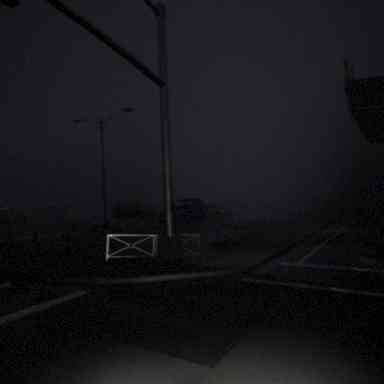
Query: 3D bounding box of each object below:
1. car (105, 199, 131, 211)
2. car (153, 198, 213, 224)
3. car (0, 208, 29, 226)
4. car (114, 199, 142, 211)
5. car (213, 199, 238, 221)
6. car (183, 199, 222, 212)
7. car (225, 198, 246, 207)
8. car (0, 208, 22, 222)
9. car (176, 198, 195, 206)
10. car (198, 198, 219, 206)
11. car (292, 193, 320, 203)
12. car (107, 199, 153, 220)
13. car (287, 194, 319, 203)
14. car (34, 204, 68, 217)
[{"bbox_3d":[-12.337,2.240,55.641,3.866,1.878,1.905,-3,-1,31],"label":"car"},{"bbox_3d":[-0.717,1.461,26.121,3.866,1.878,1.905,-3,-1,31],"label":"car"},{"bbox_3d":[-17.875,2.481,32.255,4.514,1.523,2.007,-3,-1,31],"label":"car"},{"bbox_3d":[-11.184,2.236,58.340,4.605,1.855,1.932,-3,-1,31],"label":"car"},{"bbox_3d":[1.539,1.672,28.646,3.806,1.475,1.970,-3,-1,31],"label":"car"},{"bbox_3d":[1.332,1.755,43.292,4.514,1.523,2.007,-3,-1,31],"label":"car"},{"bbox_3d":[6.544,1.632,51.817,3.633,1.501,1.845,-3,-1,31],"label":"car"},{"bbox_3d":[-22.004,2.657,39.040,3.806,1.475,1.970,-3,-1,31],"label":"car"},{"bbox_3d":[-1.430,2.240,74.161,3.633,1.501,1.845,-3,-1,31],"label":"car"},{"bbox_3d":[3.367,1.983,67.768,3.806,1.475,1.970,-3,-1,31],"label":"car"},{"bbox_3d":[20.816,1.118,60.684,4.514,1.523,2.007,-3,-1,31],"label":"car"},{"bbox_3d":[-5.736,1.763,33.008,4.605,1.855,1.932,-3,-1,31],"label":"car"},{"bbox_3d":[19.236,1.152,57.974,5.027,1.636,2.152,-3,-1,31],"label":"car"},{"bbox_3d":[-18.960,2.500,44.697,5.027,1.636,2.152,-3,-1,31],"label":"car"}]
